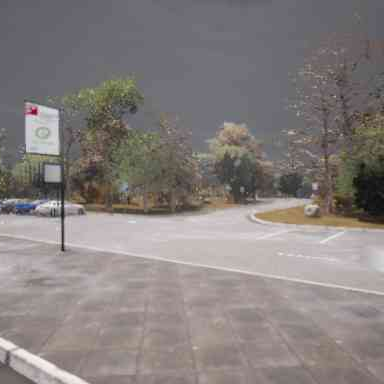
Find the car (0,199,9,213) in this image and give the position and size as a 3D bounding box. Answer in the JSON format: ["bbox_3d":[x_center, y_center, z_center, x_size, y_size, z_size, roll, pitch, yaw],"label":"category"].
[{"bbox_3d":[-17.581,1.460,35.091,2.231,1.521,4.892,0,0,36],"label":"car"}]

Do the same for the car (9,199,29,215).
[{"bbox_3d":[-14.911,1.459,33.197,2.097,1.535,5.008,0,0,36],"label":"car"}]

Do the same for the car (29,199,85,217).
[{"bbox_3d":[-12.355,1.500,31.359,2.002,1.452,4.674,0,0,36],"label":"car"}]
